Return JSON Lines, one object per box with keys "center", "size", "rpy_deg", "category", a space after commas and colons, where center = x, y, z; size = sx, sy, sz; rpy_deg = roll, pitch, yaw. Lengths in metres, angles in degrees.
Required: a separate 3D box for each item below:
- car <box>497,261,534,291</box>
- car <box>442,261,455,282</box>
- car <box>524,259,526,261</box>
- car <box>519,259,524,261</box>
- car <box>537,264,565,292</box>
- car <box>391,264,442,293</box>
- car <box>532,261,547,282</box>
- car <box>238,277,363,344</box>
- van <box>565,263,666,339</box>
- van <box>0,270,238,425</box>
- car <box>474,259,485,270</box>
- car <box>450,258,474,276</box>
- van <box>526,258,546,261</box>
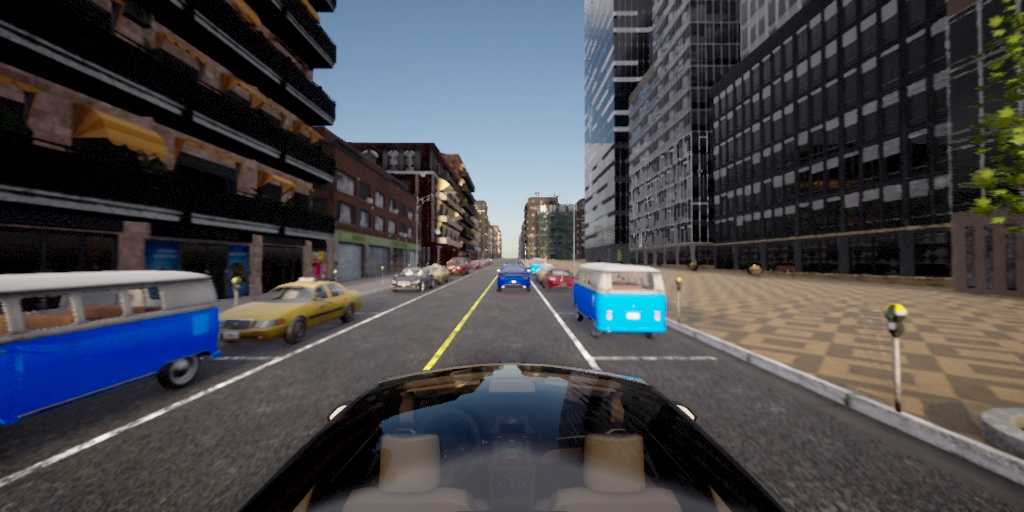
{"center": [0.102, 1.247, 21.912], "size": [1.882, 1.535, 5.008], "rpy_deg": [0, 0, 0], "category": "car"}
{"center": [-5.687, 1.300, 26.380], "size": [1.751, 1.417, 4.829], "rpy_deg": [0, 0, 0], "category": "car"}
{"center": [2.698, 1.331, 54.566], "size": [1.751, 1.417, 4.829], "rpy_deg": [0, 0, 0], "category": "car"}
{"center": [0.106, 1.293, 40.076], "size": [1.837, 1.490, 4.892], "rpy_deg": [0, 0, 0], "category": "car"}
{"center": [2.693, 1.350, 20.977], "size": [1.802, 1.307, 4.207], "rpy_deg": [0, 0, 0], "category": "car"}
{"center": [-5.687, 1.319, 20.979], "size": [2.007, 1.370, 4.403], "rpy_deg": [0, 0, 0], "category": "car"}
{"center": [2.694, 1.299, 26.717], "size": [1.751, 1.417, 4.829], "rpy_deg": [0, 0, 0], "category": "car"}
{"center": [-5.689, 1.284, 9.671], "size": [1.751, 1.417, 4.829], "rpy_deg": [0, 0, 0], "category": "car"}
{"center": [2.692, 1.098, 9.839], "size": [1.690, 1.789, 3.998], "rpy_deg": [0, 0, 0], "category": "van"}
{"center": [-5.690, 1.094, 4.272], "size": [1.690, 1.789, 3.998], "rpy_deg": [0, 0, 0], "category": "van"}
{"center": [-5.683, 1.351, 54.398], "size": [1.888, 1.381, 4.507], "rpy_deg": [0, 0, 0], "category": "car"}
{"center": [-5.685, 1.101, 37.689], "size": [2.192, 1.841, 5.009], "rpy_deg": [0, 0, 0], "category": "car"}
{"center": [2.696, 1.126, 37.688], "size": [1.690, 1.789, 3.998], "rpy_deg": [0, 0, 0], "category": "van"}
